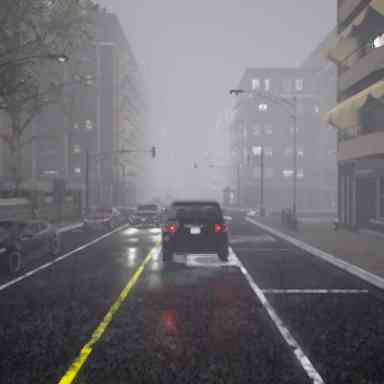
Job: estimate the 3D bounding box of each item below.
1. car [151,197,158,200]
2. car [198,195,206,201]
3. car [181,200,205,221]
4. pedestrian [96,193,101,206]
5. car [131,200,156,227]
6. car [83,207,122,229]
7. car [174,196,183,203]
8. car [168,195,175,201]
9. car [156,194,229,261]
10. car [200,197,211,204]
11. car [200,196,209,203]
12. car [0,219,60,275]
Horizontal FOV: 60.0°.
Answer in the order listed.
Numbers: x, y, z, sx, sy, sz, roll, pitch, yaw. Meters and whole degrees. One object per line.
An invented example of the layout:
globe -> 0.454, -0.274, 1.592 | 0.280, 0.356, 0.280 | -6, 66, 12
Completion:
car -> -5.713, 1.537, 54.045 | 1.967, 1.590, 4.097 | 0, 0, 0
car -> 2.655, 1.602, 87.875 | 1.967, 1.590, 4.097 | 0, 0, 0
car -> 0.091, 1.528, 28.645 | 1.882, 1.535, 5.008 | 0, 0, 0
pedestrian -> -12.729, 0.984, 45.036 | 0.375, 1.860, 0.375 | 0, -1, -1
car -> -3.045, 1.547, 23.373 | 1.837, 1.490, 4.892 | 0, 0, 0
car -> -5.700, 1.620, 21.634 | 1.802, 1.307, 4.206 | 0, 0, 0
car -> -3.025, 1.688, 74.420 | 1.994, 1.385, 4.181 | 0, 0, 0
car -> -5.727, 1.697, 93.346 | 1.752, 1.417, 4.829 | 0, 0, 0
car -> 0.096, 1.244, 12.531 | 2.150, 2.045, 5.566 | 0, 0, 0
car -> 2.664, 1.669, 65.320 | 2.008, 1.369, 4.403 | 0, 0, 0
car -> 2.662, 1.674, 70.958 | 1.887, 1.381, 4.507 | 0, 0, 0
car -> -5.696, 1.584, 10.564 | 1.947, 1.339, 4.313 | 0, 0, 0
